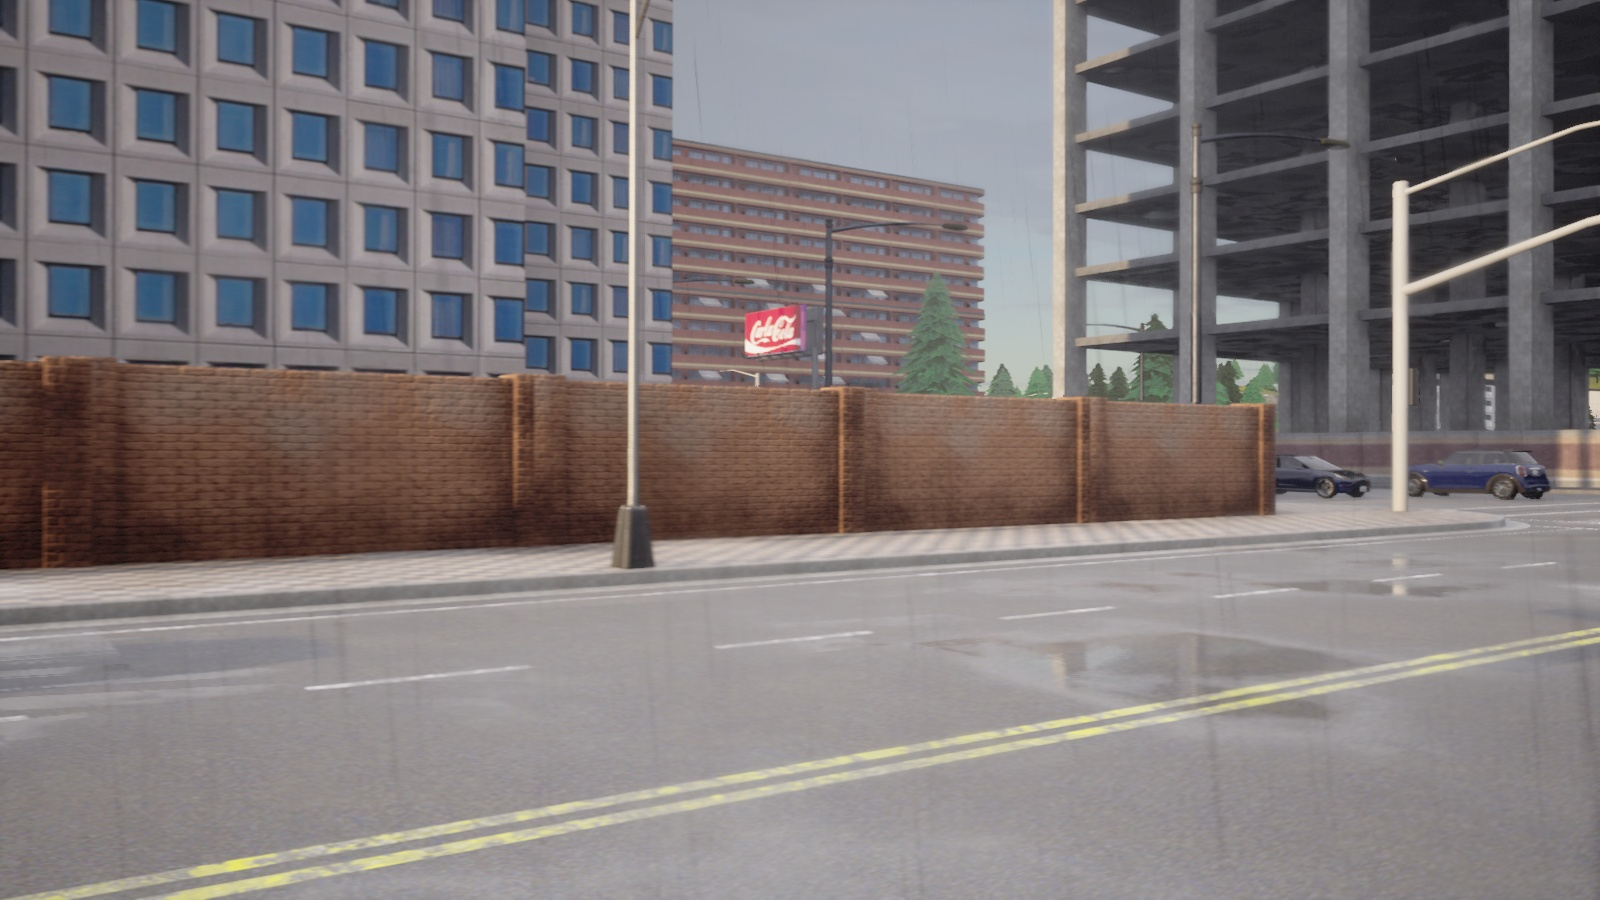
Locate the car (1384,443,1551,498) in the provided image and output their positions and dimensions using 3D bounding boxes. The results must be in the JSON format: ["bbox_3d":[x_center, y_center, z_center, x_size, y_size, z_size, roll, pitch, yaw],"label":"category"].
[{"bbox_3d":[22.498,0.660,42.490,2.097,1.767,4.553,0,0,-35],"label":"car"}]

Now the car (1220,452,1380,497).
[{"bbox_3d":[17.354,0.815,43.794,2.163,1.488,4.792,0,0,-34],"label":"car"}]
